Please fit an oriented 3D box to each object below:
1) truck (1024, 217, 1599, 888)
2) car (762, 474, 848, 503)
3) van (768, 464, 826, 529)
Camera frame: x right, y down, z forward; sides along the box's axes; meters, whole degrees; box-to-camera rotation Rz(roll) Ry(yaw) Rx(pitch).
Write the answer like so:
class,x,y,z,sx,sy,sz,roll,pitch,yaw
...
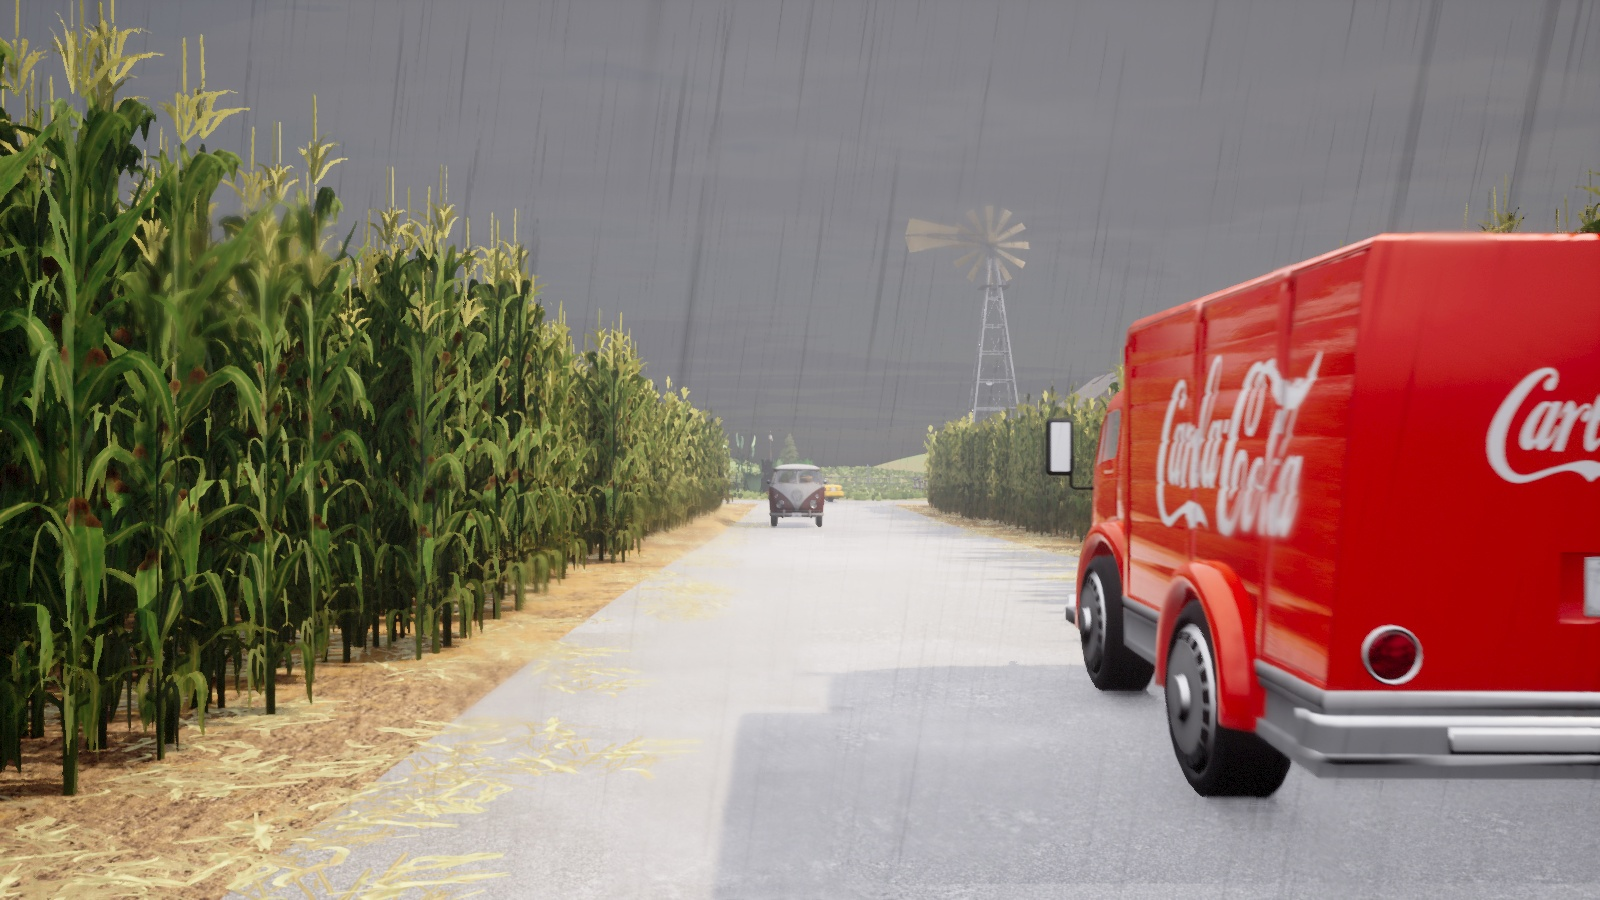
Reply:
class,x,y,z,sx,sy,sz,roll,pitch,yaw
truck,3.082,0.386,7.238,2.627,2.467,5.204,0,0,0
car,0.261,2.151,71.451,1.801,1.575,5.366,0,-1,-41
van,-0.090,1.455,40.577,1.775,1.987,4.442,0,-1,0
